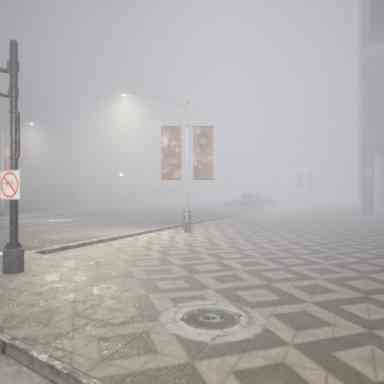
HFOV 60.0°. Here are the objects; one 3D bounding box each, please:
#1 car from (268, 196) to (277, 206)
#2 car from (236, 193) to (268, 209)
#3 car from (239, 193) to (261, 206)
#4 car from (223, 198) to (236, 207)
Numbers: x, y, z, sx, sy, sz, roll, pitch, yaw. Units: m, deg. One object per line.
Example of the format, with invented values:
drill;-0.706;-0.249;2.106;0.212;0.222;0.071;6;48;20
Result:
car;12.817;1.445;55.095;2.128;1.511;4.902;0;0;26
car;8.297;1.185;45.768;2.150;2.045;5.566;0;0;27
car;9.910;1.178;56.550;2.150;2.045;5.566;0;0;26
car;6.247;1.566;48.986;1.895;1.301;4.718;0;0;27
